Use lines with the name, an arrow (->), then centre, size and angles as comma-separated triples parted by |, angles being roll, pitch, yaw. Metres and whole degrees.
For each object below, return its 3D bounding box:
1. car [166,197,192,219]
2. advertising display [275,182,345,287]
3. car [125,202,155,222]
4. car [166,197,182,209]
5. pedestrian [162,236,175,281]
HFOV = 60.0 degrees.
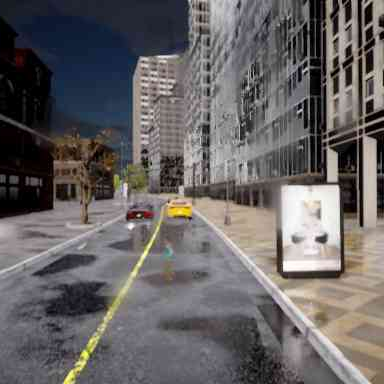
car -> -1.080, 1.370, 27.541 | 1.882, 1.535, 5.008 | 0, 0, -4
advertising display -> 2.825, 0.996, 7.991 | 1.540, 2.440, 0.280 | -1, -1, -2
car -> -3.870, 1.462, 25.469 | 1.994, 1.385, 4.181 | 0, 0, -4
car -> -2.267, 1.359, 41.886 | 1.812, 1.442, 4.674 | 0, 0, -6
pedestrian -> -0.531, 1.642, 8.279 | 0.500, 1.100, 0.500 | 1, -1, -5
